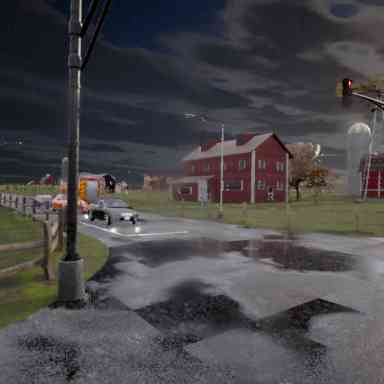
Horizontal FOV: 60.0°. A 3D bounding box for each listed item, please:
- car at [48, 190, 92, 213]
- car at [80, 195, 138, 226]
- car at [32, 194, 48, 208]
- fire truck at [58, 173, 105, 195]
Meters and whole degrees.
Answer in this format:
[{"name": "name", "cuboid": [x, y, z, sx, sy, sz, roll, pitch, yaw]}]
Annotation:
[{"name": "car", "cuboid": [-10.737, 0.934, 29.078, 2.097, 1.767, 4.553, 1, 0, -35]}, {"name": "car", "cuboid": [-5.118, 1.202, 21.098, 2.128, 1.511, 4.902, 1, 0, -35]}, {"name": "car", "cuboid": [-16.529, 0.977, 37.303, 1.812, 1.442, 4.674, 1, 0, -35]}, {"name": "fire truck", "cuboid": [-12.894, -0.125, 38.434, 2.891, 3.827, 8.468, 1, 0, -35]}]
